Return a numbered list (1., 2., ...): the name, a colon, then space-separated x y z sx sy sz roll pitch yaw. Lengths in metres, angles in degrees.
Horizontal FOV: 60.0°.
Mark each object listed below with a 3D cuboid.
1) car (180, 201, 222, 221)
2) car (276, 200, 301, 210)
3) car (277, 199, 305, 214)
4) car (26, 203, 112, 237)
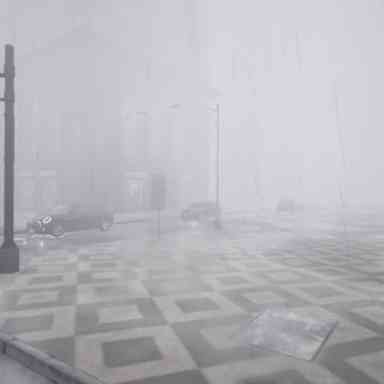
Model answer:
1. car: 0.859 1.621 29.293 1.837 1.490 4.892 0 2 35
2. car: 13.651 1.824 46.952 1.895 1.301 4.718 0 0 36
3. car: 11.573 1.555 38.725 2.097 1.767 4.553 0 0 36
4. car: -6.792 1.414 18.679 2.097 1.767 4.553 0 0 37
